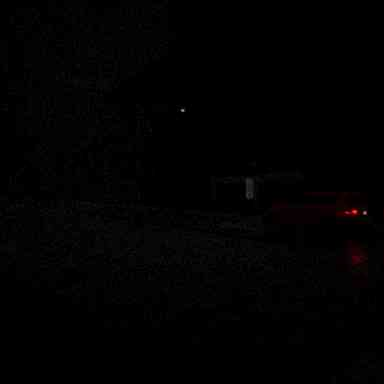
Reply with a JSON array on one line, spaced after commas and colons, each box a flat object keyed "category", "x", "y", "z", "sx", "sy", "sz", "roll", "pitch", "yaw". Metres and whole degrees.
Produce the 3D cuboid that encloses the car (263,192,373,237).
[{"category": "car", "x": 6.264, "y": 1.037, "z": 17.228, "sx": 2.150, "sy": 2.045, "sz": 5.566, "roll": 0, "pitch": 0, "yaw": -36}]
